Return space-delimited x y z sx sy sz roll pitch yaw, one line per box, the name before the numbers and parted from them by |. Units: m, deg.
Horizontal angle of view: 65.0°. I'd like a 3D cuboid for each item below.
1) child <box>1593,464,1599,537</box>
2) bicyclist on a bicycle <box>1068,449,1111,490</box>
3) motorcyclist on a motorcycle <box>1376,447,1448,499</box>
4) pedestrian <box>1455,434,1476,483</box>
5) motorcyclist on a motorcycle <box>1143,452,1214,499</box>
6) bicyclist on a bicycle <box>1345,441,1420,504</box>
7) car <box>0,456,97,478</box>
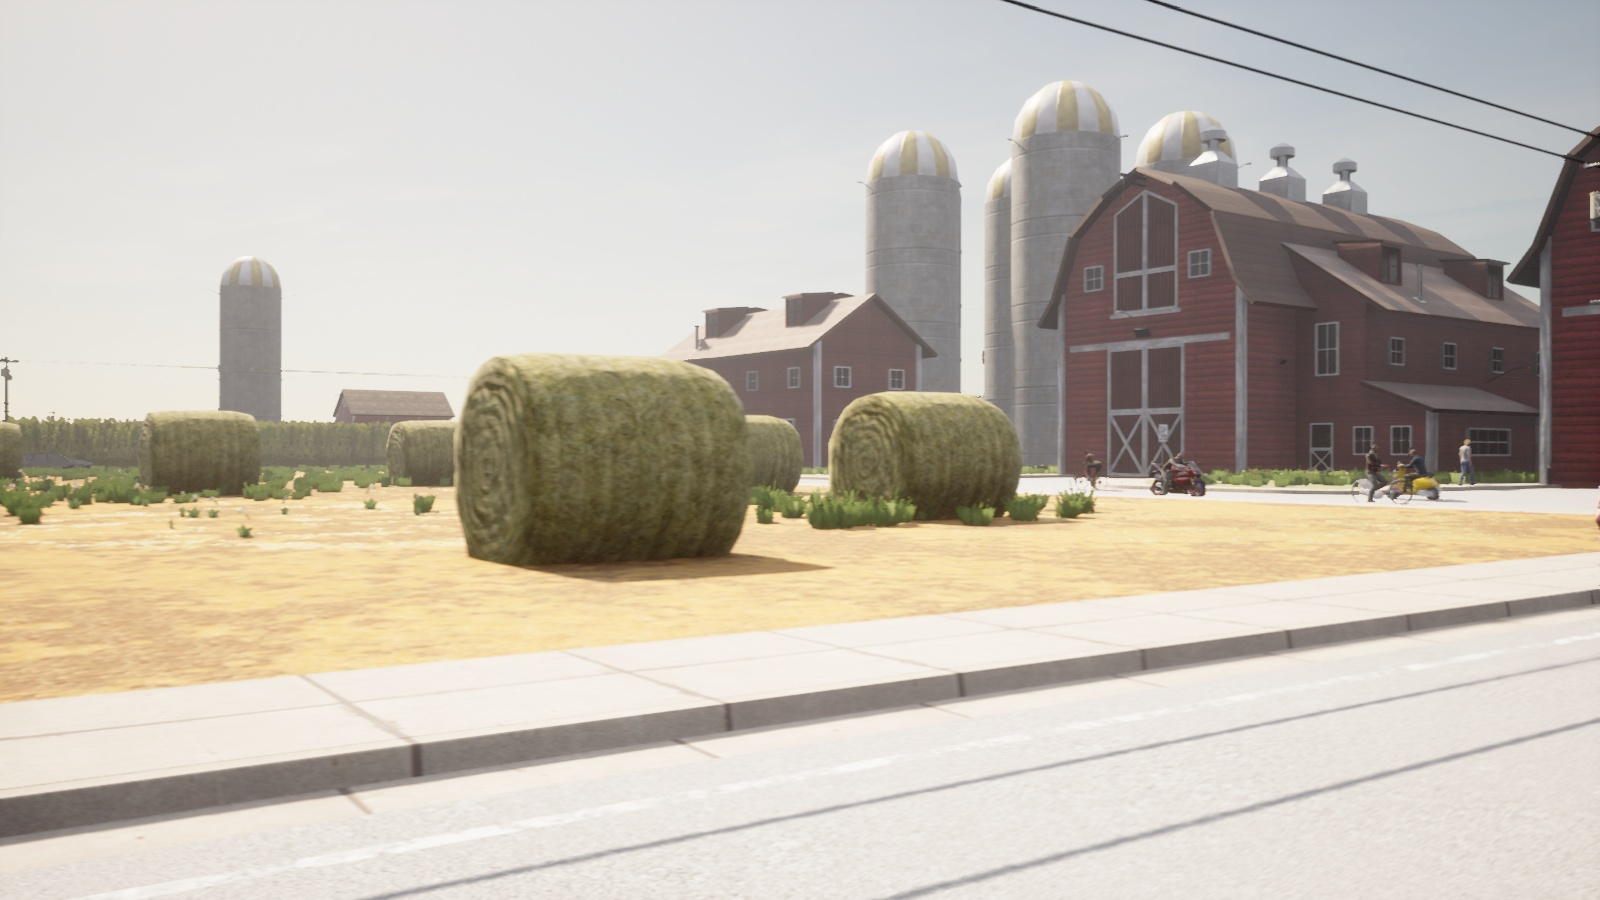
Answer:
child | 12.439 0.773 19.320 0.394 1.110 0.255 0 0 -30
bicyclist on a bicycle | 11.446 0.769 49.729 0.582 1.620 1.656 0 -1 -36
motorcyclist on a motorcycle | 19.077 0.702 39.177 0.866 1.590 1.817 0 0 -36
pedestrian | 25.335 0.323 47.780 0.706 1.836 0.354 0 0 -26
motorcyclist on a motorcycle | 12.655 0.830 42.085 0.866 1.530 2.191 0 -1 -36
bicyclist on a bicycle | 16.825 0.637 36.317 0.659 1.776 1.843 0 -1 -36
car | -49.752 1.101 83.193 5.357 1.411 2.033 0 0 -35
